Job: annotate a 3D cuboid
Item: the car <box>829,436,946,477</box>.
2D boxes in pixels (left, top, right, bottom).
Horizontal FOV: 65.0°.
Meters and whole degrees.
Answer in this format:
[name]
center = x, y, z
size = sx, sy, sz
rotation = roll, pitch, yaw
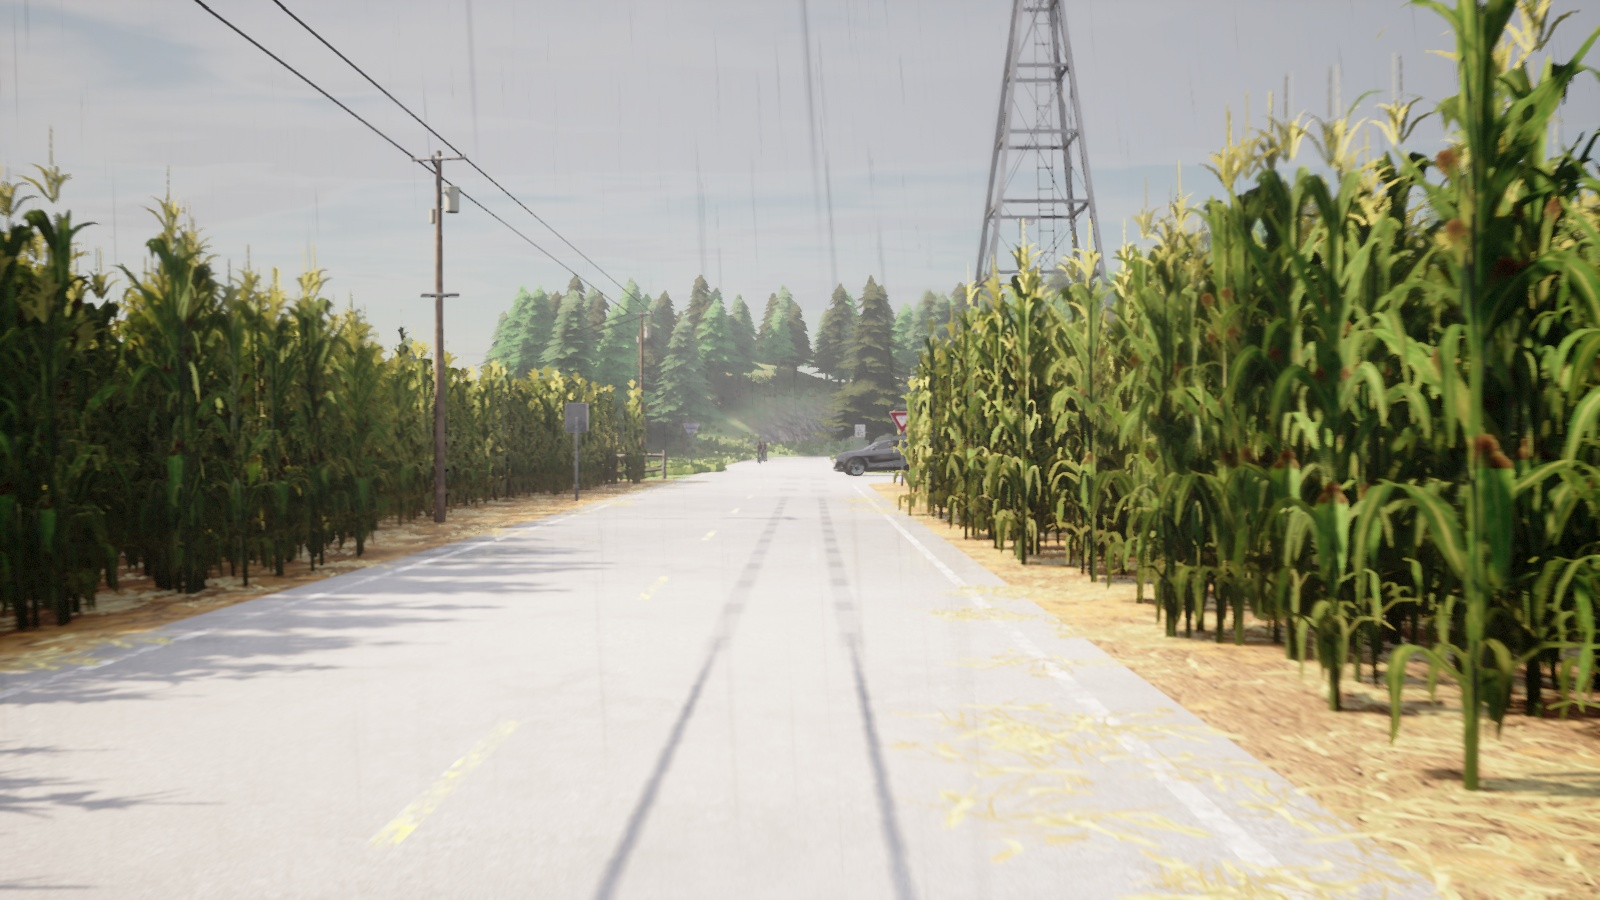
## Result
[car]
center = 3.808, 0.287, 55.370
size = 4.856, 1.649, 2.033
rotation = -2, 0, -5
